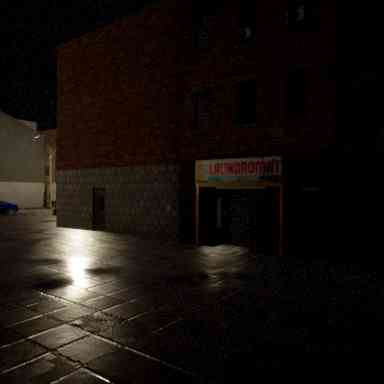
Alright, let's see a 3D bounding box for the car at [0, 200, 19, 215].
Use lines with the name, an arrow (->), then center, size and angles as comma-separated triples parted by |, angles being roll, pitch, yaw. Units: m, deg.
car -> -19.231, 1.497, 31.667 | 1.882, 1.535, 5.008 | 0, 0, 36
